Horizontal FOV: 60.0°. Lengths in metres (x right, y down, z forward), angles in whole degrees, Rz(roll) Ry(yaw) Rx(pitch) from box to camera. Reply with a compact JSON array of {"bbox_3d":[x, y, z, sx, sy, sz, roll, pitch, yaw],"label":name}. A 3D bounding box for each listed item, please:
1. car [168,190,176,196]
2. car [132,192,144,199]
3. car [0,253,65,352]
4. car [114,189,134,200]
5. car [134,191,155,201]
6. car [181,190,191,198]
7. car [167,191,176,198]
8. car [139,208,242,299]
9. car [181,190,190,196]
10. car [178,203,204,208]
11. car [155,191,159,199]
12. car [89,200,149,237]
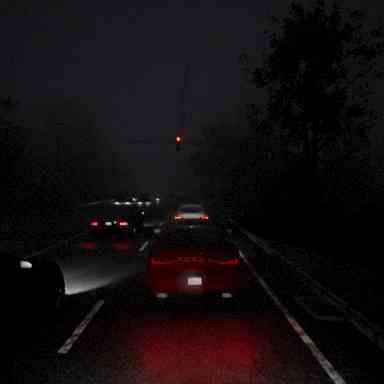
[{"bbox_3d":[-5.216,0.324,85.404,2.033,1.411,5.357,0,1,-4],"label":"car"},{"bbox_3d":[-11.434,0.632,70.117,1.994,1.385,4.181,0,1,-2],"label":"car"},{"bbox_3d":[-3.438,1.520,4.787,1.994,1.385,4.181,0,1,0],"label":"car"},{"bbox_3d":[-11.094,0.513,54.272,2.150,2.045,5.566,0,1,-1],"label":"car"},{"bbox_3d":[-7.582,0.849,53.580,2.033,1.411,5.357,0,1,-1],"label":"car"},{"bbox_3d":[-1.171,0.556,75.908,1.994,1.385,4.181,0,1,-3],"label":"car"},{"bbox_3d":[-4.633,0.544,74.954,2.033,1.411,5.357,0,1,-3],"label":"car"},{"bbox_3d":[0.033,1.387,8.328,1.882,1.535,5.008,0,1,0],"label":"car"},{"bbox_3d":[-1.723,0.258,85.630,1.882,1.535,5.008,0,1,-4],"label":"car"},{"bbox_3d":[-0.038,1.312,17.519,1.812,1.442,4.674,0,1,0],"label":"car"},{"bbox_3d":[-7.911,0.612,69.576,1.812,1.442,4.674,0,1,-2],"label":"car"},{"bbox_3d":[-3.531,1.347,16.497,2.033,1.411,5.357,0,1,0],"label":"car"}]
